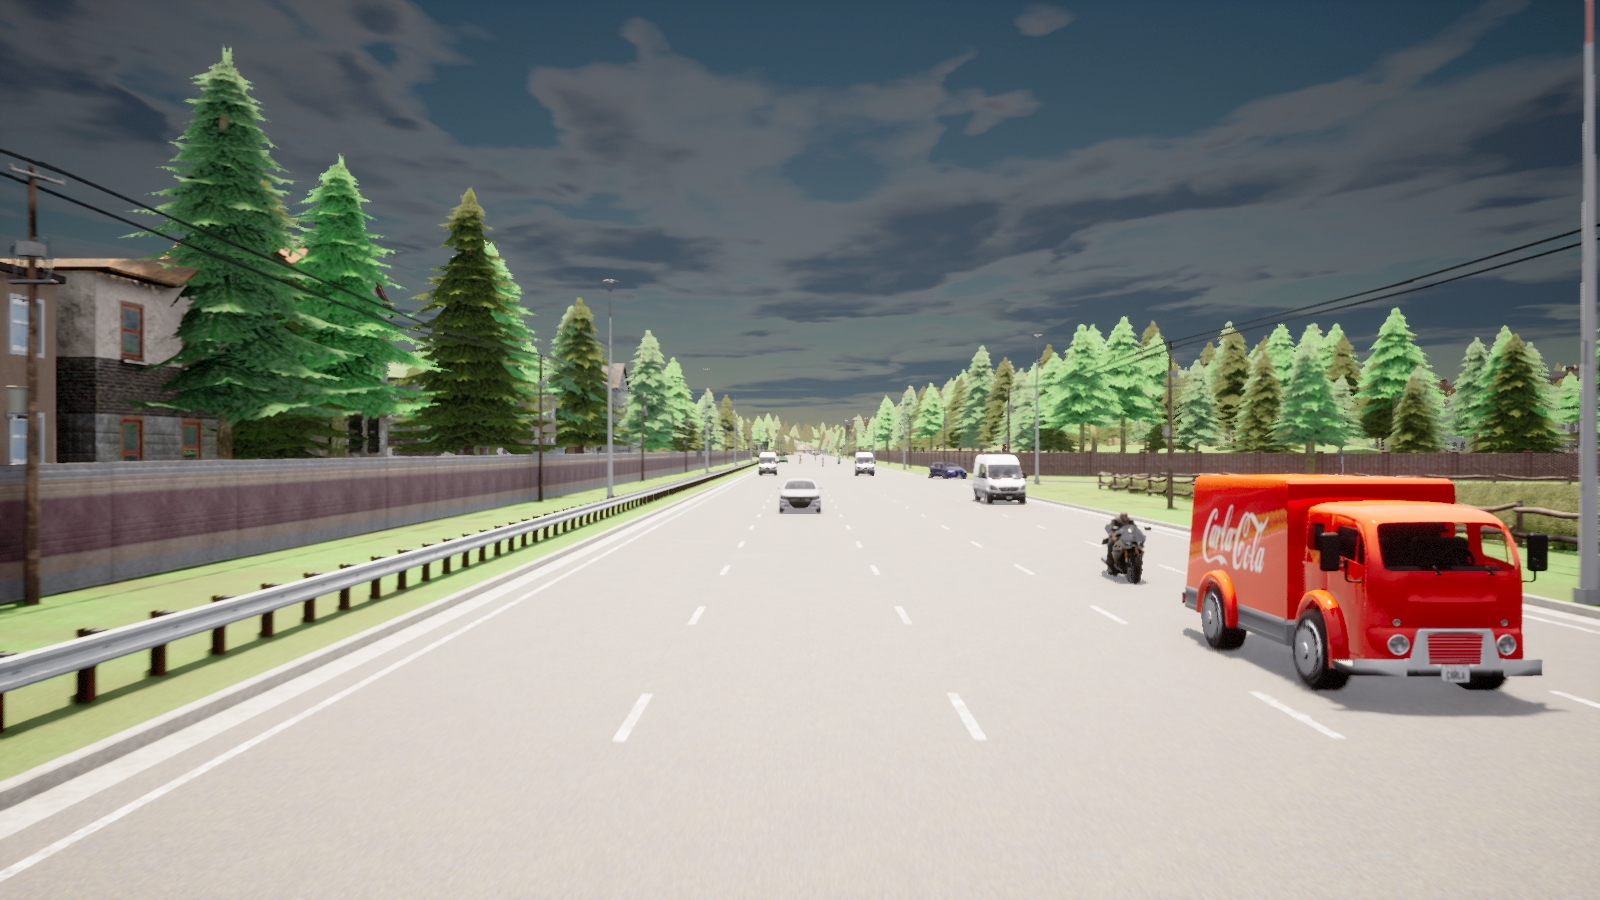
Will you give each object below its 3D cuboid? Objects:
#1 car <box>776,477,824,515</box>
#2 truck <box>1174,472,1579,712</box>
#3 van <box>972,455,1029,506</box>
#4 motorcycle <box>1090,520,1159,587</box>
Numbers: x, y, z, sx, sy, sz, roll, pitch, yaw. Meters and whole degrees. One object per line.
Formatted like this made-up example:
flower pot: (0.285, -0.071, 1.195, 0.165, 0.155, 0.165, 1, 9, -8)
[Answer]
car: (0.006, 2.035, 52.029, 2.097, 1.535, 5.006, 0, 0, 0)
truck: (7.009, 1.568, 14.807, 2.627, 2.467, 5.204, 0, 0, 0)
van: (10.503, 1.535, 60.321, 1.988, 2.561, 5.915, 0, 0, 0)
motorcycle: (7.002, 2.205, 24.744, 0.867, 1.251, 2.209, 0, 0, 0)
